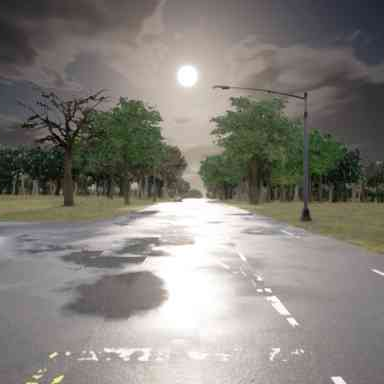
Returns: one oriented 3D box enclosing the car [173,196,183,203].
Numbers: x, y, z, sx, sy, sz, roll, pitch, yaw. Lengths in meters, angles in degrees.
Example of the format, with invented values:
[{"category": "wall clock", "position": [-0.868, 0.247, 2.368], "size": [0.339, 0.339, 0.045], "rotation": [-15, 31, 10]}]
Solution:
[{"category": "car", "position": [-3.294, 1.737, 77.825], "size": [1.837, 1.490, 4.892], "rotation": [0, 0, 4]}]
